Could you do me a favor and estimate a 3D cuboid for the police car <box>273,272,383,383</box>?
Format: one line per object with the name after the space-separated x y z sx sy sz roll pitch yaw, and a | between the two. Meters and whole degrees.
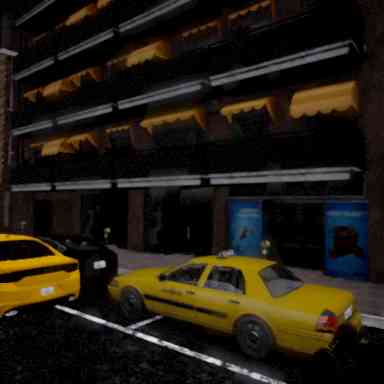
3.319 1.530 1.785 5.238 1.638 1.930 -1 -3 37 | police car

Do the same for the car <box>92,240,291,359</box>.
0.413 1.757 6.223 4.829 1.417 1.752 -1 -3 37 | car

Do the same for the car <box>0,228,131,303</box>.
-3.957 1.872 9.526 4.313 1.339 1.947 -1 -3 37 | car

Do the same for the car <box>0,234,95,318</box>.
-4.638 1.712 7.659 5.008 1.535 1.882 -1 -3 37 | car
